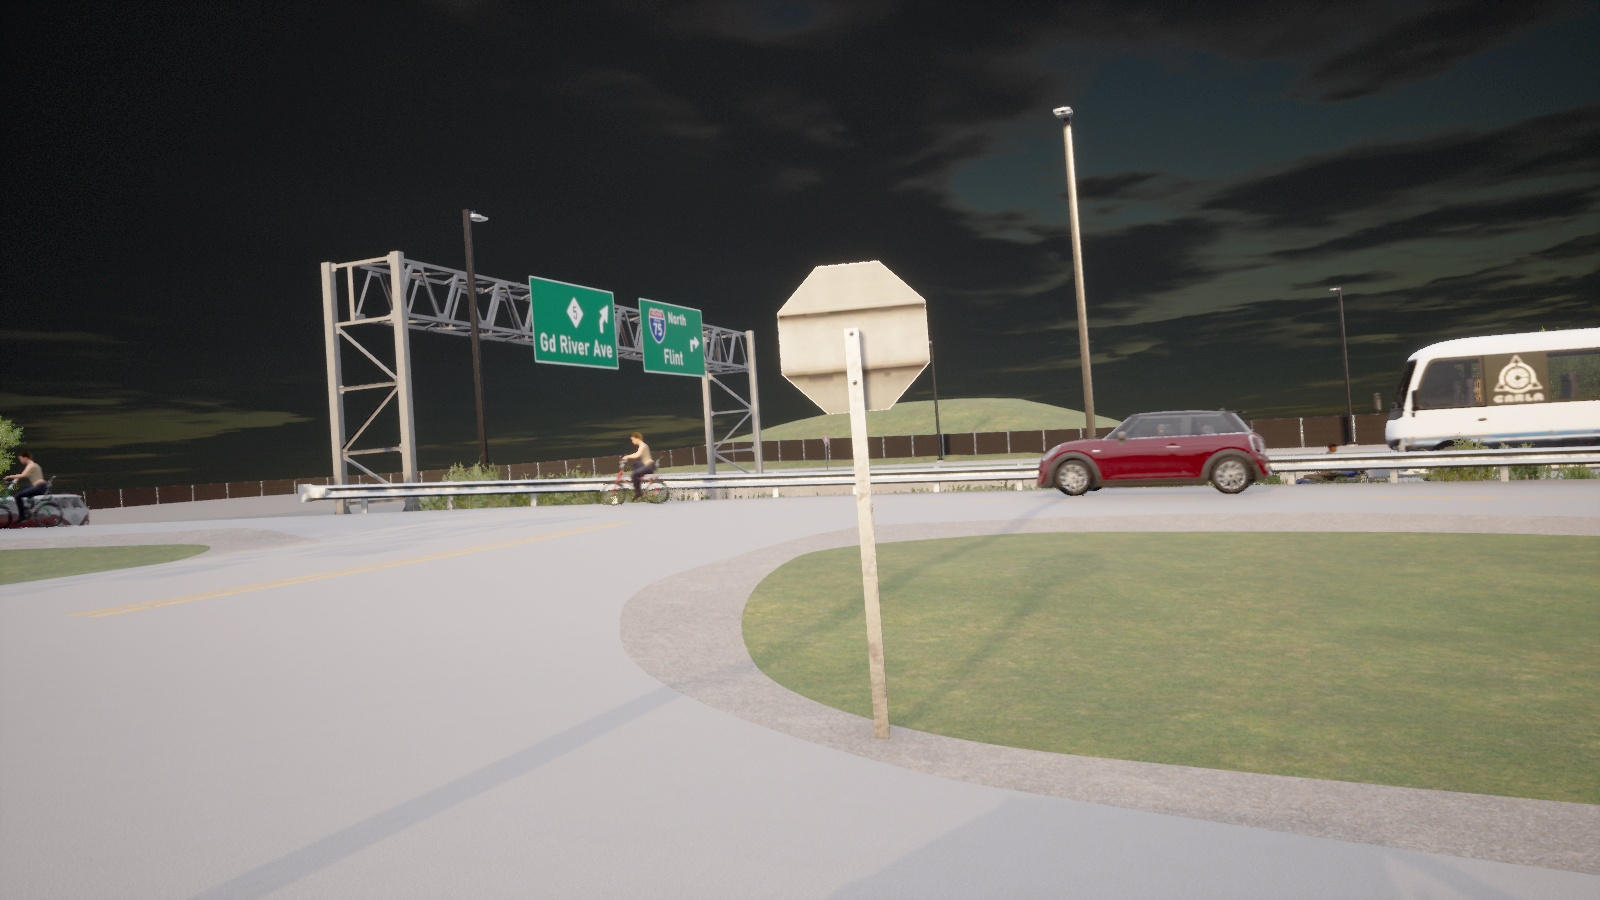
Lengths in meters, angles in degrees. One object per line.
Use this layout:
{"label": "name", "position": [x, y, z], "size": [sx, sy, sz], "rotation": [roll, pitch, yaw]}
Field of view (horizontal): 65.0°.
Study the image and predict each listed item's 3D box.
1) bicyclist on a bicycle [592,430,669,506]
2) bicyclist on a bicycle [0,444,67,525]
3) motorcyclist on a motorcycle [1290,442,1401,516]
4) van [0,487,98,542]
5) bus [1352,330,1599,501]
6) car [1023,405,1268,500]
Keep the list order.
{"label": "bicyclist on a bicycle", "position": [-3.707, 0.393, 27.589], "size": [1.509, 1.612, 0.866], "rotation": [-2, 0, 1]}
{"label": "bicyclist on a bicycle", "position": [-16.113, 0.714, 25.888], "size": [1.509, 1.612, 0.866], "rotation": [-2, -1, -13]}
{"label": "motorcyclist on a motorcycle", "position": [13.030, 0.698, 30.065], "size": [2.350, 1.649, 0.766], "rotation": [-3, 0, 21]}
{"label": "van", "position": [-30.106, 2.556, 49.657], "size": [4.442, 1.987, 1.775], "rotation": [-3, -1, 25]}
{"label": "bus", "position": [20.971, -0.982, 34.518], "size": [10.273, 4.253, 3.944], "rotation": [-3, 0, 21]}
{"label": "car", "position": [7.056, 0.063, 25.631], "size": [4.553, 1.767, 2.097], "rotation": [-1, 1, 23]}
